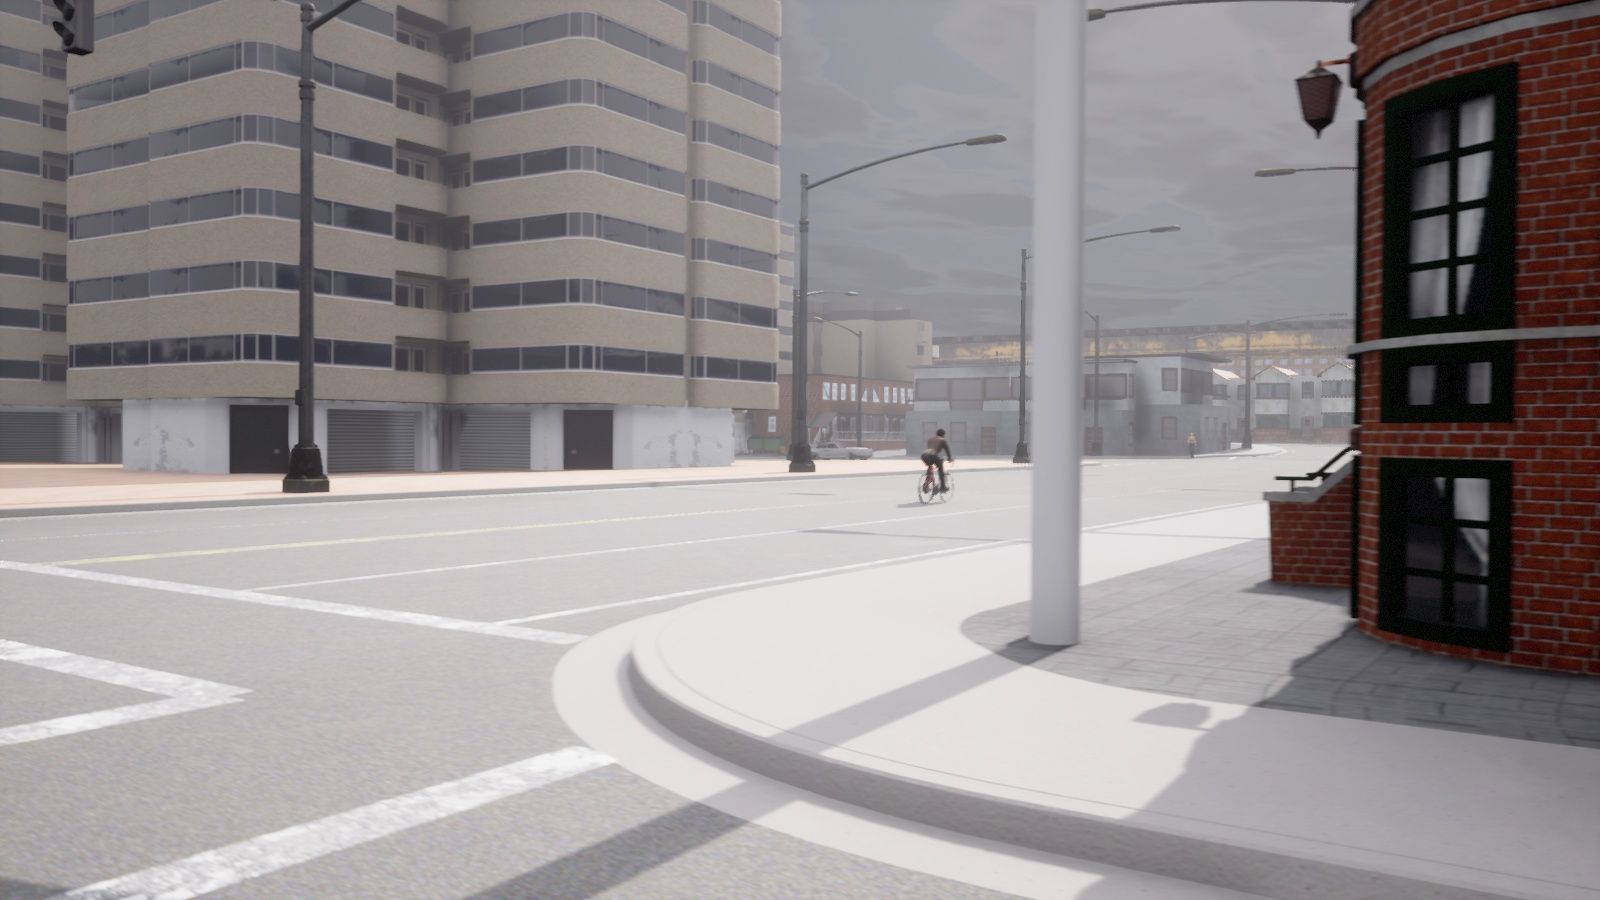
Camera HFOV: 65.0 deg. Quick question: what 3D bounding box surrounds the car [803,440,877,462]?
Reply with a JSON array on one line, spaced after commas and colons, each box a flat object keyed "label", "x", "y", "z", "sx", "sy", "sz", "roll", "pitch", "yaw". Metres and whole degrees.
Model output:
[{"label": "car", "x": 2.714, "y": 0.077, "z": 85.577, "sx": 4.718, "sy": 1.301, "sz": 1.895, "roll": -2, "pitch": 0, "yaw": 32}]

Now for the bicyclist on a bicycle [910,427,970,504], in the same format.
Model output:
[{"label": "bicyclist on a bicycle", "x": 3.035, "y": 0.312, "z": 27.107, "sx": 0.582, "sy": 1.620, "sz": 1.656, "roll": 0, "pitch": 1, "yaw": 33}]
